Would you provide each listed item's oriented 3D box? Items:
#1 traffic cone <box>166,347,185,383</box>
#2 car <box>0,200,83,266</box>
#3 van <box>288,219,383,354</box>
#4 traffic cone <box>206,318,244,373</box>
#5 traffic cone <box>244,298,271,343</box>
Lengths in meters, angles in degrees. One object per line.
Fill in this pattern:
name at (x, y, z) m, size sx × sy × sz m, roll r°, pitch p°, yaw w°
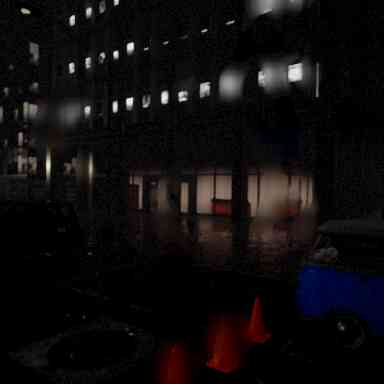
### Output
traffic cone at (-0.174, 1.930, 3.487) m, size 0.340 × 0.580 × 0.340 m, roll 1°, pitch 1°, yaw 36°
car at (-5.761, 1.178, 11.151) m, size 5.009 × 1.841 × 2.192 m, roll 1°, pitch 1°, yaw 36°
van at (3.463, 1.344, 4.510) m, size 3.998 × 1.788 × 1.690 m, roll 1°, pitch 1°, yaw 36°
traffic cone at (0.410, 1.930, 4.299) m, size 0.340 × 0.580 × 0.340 m, roll 1°, pitch 1°, yaw 36°
traffic cone at (0.994, 1.930, 5.110) m, size 0.340 × 0.580 × 0.340 m, roll 1°, pitch 1°, yaw 36°
